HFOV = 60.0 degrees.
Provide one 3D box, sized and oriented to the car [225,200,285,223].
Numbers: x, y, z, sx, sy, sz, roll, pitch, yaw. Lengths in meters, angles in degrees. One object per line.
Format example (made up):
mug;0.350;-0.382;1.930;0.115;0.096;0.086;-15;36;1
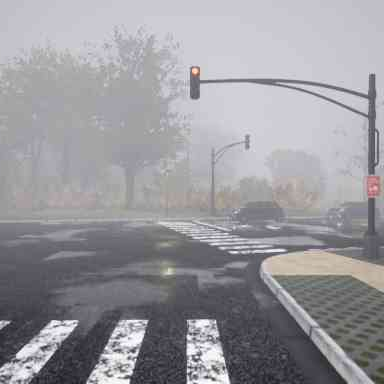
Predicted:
car;4.849;1.428;25.803;4.553;1.767;2.097;1;0;-19

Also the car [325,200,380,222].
car;13.928;1.567;28.870;4.553;1.767;2.097;1;0;-18
